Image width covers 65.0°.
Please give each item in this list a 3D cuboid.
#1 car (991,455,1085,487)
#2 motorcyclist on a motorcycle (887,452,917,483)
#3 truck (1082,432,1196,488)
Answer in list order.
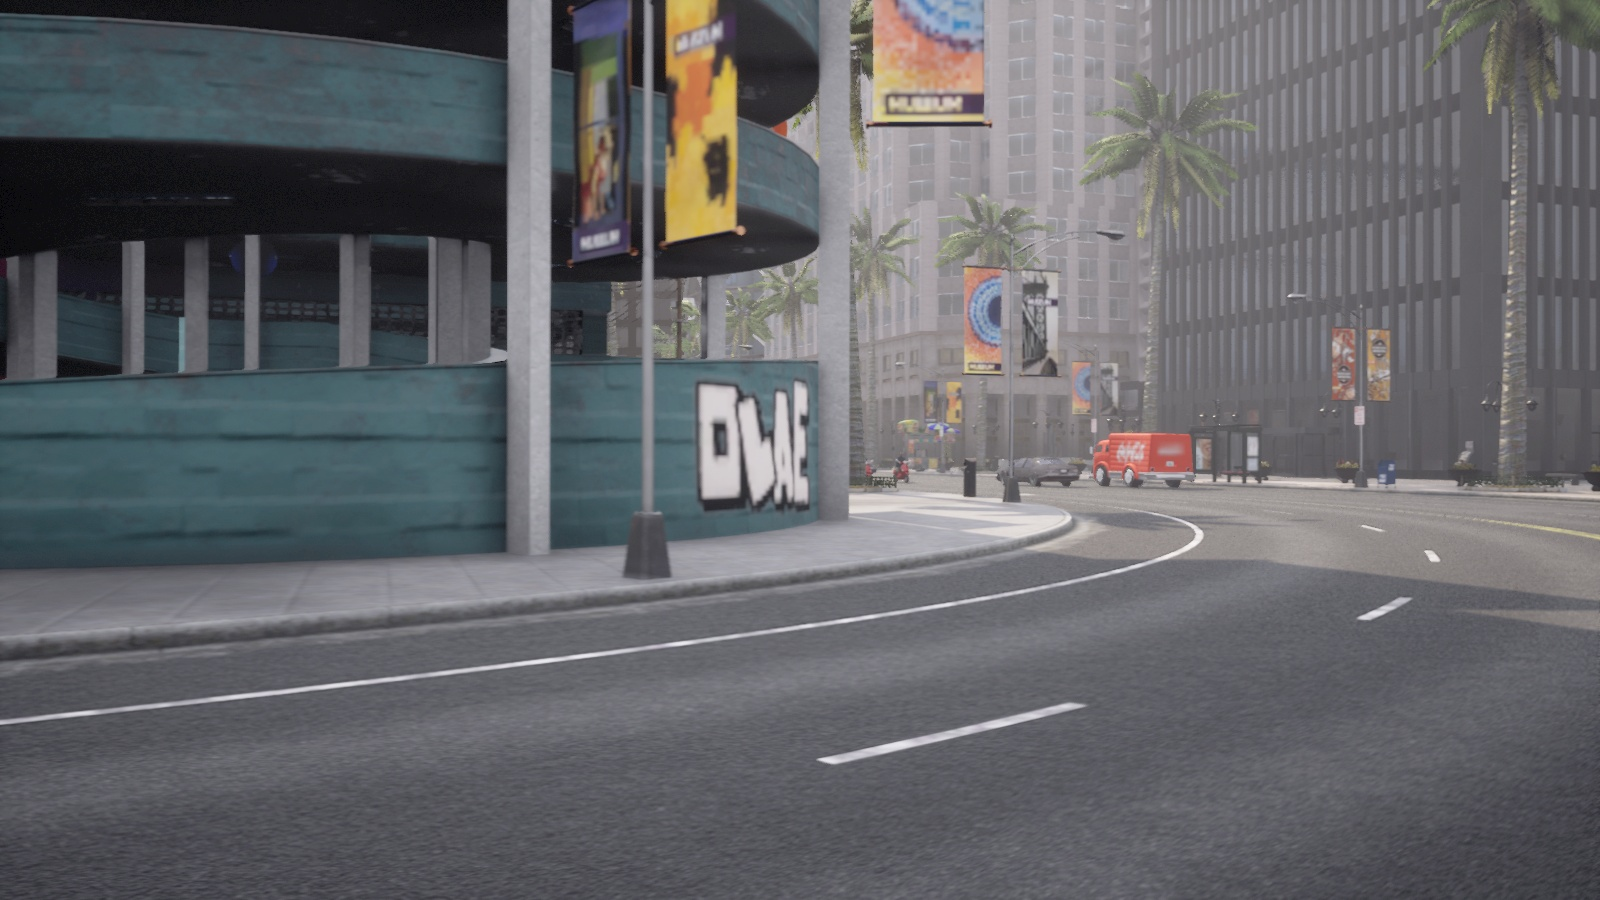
[{"bbox_3d":[11.150,0.957,59.263,2.033,1.411,5.357,0,0,-18],"label":"car"},{"bbox_3d":[5.295,0.895,65.215,0.866,1.590,1.817,0,0,-19],"label":"motorcyclist on a motorcycle"},{"bbox_3d":[15.432,0.415,57.497,2.627,2.467,5.204,0,0,-18],"label":"truck"}]
